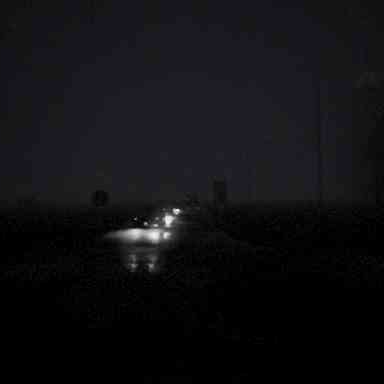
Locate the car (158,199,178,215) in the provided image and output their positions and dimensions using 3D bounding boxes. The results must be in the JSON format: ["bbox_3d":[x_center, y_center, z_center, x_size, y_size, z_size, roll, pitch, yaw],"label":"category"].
[{"bbox_3d":[-2.847,1.516,34.284,2.128,1.511,4.902,0,0,0],"label":"car"}]

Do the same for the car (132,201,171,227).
[{"bbox_3d":[-2.846,1.563,23.180,2.033,1.411,5.357,0,0,0],"label":"car"}]

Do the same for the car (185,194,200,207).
[{"bbox_3d":[0.096,1.275,53.500,2.150,2.045,5.566,0,0,0],"label":"car"}]
